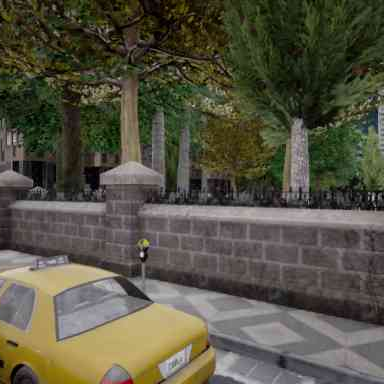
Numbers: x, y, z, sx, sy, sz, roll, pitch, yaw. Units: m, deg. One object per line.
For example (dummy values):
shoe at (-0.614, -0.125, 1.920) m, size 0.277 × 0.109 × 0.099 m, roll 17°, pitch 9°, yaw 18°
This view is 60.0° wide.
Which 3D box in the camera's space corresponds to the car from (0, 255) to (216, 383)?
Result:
car at (-2.028, 1.525, 4.404) m, size 4.829 × 1.417 × 1.752 m, roll 0°, pitch 0°, yaw 35°
